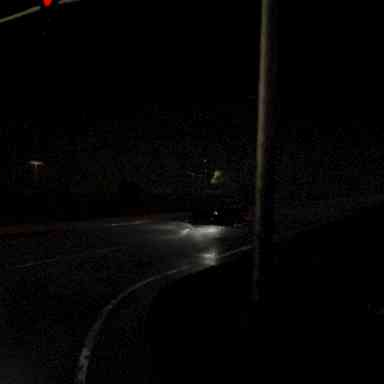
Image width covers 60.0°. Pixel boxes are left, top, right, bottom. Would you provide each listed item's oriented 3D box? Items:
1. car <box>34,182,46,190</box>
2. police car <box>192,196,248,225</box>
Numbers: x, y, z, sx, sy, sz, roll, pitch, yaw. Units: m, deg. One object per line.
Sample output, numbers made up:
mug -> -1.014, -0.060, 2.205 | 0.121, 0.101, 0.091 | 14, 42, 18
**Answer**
car -> -35.537, -1.299, 78.063 | 1.905, 1.878, 3.866 | 7, 2, -12
police car -> 1.851, 1.093, 21.502 | 1.930, 1.638, 5.238 | 2, 1, 34
